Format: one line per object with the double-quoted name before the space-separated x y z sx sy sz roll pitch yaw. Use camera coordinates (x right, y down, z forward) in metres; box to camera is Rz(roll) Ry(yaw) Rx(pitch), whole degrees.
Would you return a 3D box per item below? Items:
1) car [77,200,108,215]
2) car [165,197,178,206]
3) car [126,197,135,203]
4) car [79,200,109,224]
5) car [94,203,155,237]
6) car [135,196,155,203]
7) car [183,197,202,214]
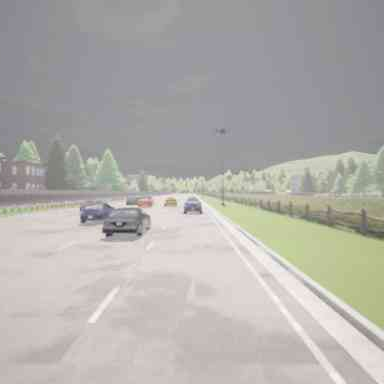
"car" -10.396 1.574 35.123 1.994 1.385 4.181 0 0 0
"car" -3.394 1.493 55.307 1.882 1.535 5.008 0 0 0
"car" -10.393 1.581 59.240 1.994 1.385 4.181 0 0 0
"car" -6.898 1.533 24.840 1.812 1.442 4.674 0 0 0
"car" -3.401 1.553 18.076 2.033 1.411 5.357 0 0 0
"car" -6.892 1.366 50.361 2.097 1.767 4.553 0 0 0
"car" 0.104 1.536 36.114 1.812 1.442 4.674 0 0 0
